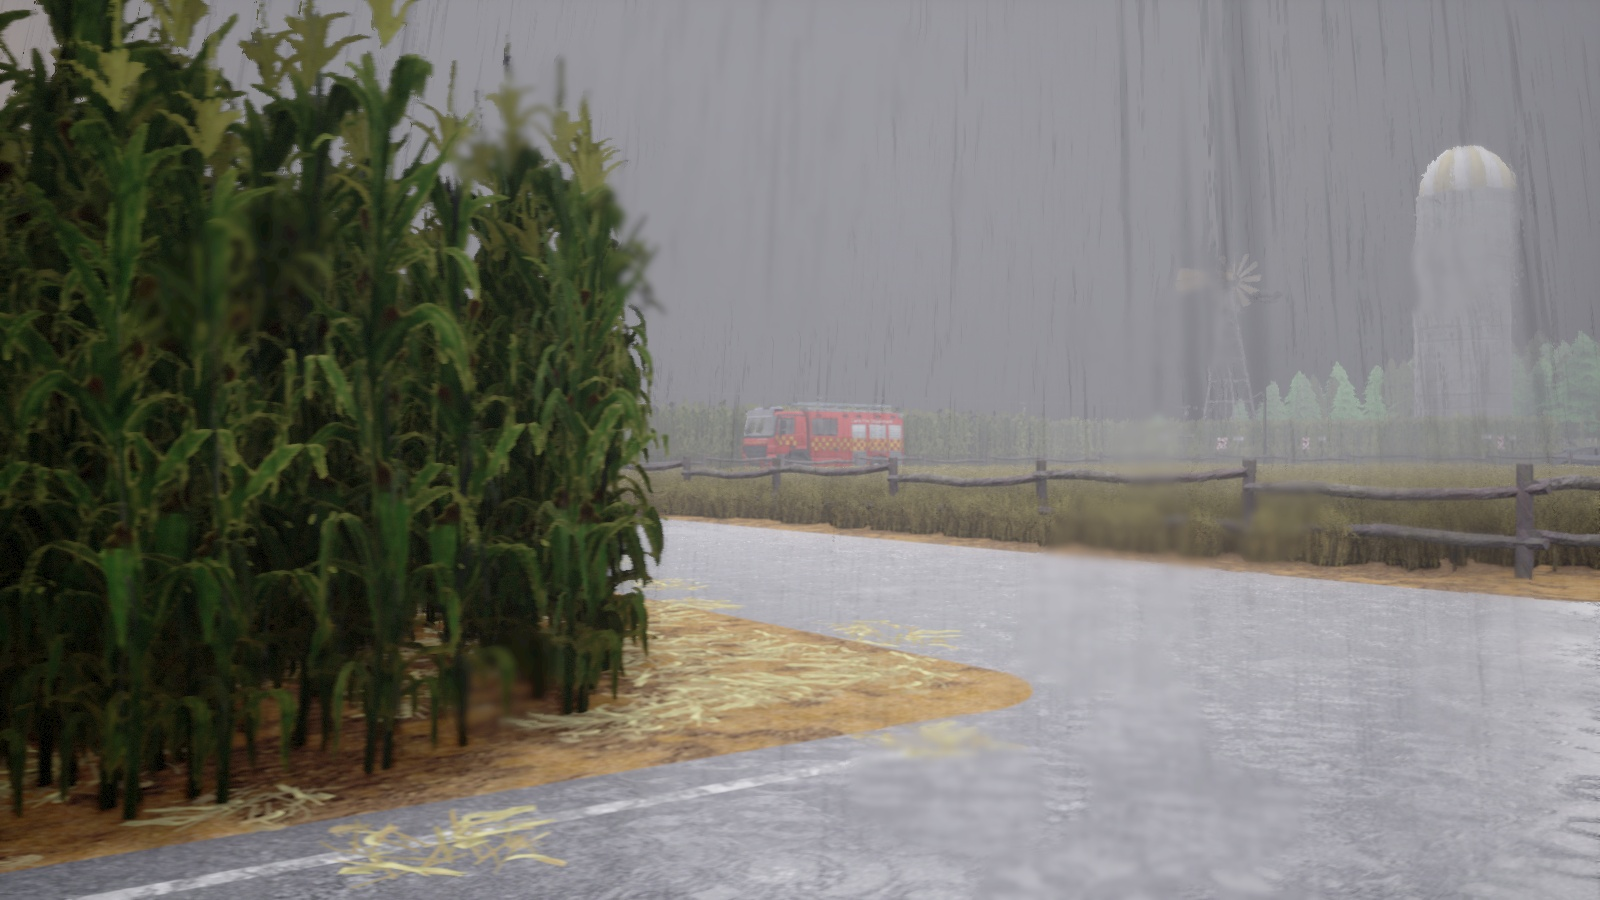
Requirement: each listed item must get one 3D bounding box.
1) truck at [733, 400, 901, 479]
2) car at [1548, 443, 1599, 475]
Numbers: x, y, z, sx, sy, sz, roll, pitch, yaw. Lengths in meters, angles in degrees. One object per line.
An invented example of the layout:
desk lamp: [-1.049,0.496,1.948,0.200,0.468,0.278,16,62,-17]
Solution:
truck: [0.958,-0.488,64.139,8.468,3.827,2.891,0,0,-34]
car: [42.163,0.442,65.607,2.033,1.649,4.856,0,0,-38]
